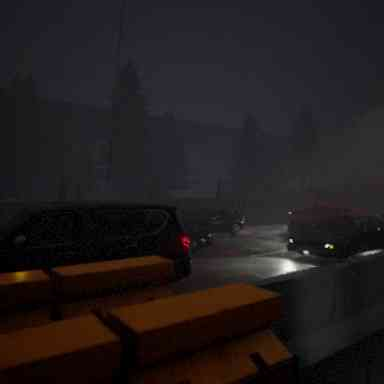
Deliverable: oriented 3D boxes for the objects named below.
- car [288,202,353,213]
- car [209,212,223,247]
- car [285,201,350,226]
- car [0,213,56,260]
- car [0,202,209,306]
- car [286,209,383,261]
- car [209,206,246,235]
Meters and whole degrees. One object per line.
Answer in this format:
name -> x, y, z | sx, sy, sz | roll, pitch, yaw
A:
car -> 7.149, 1.431, 17.634 | 5.008, 1.535, 1.882 | -2, 1, -36
car -> -1.734, 1.574, 11.340 | 5.357, 1.411, 2.033 | 0, 0, -35
car -> 8.777, 1.398, 23.122 | 4.718, 1.301, 1.895 | -3, 2, -36
car -> -7.724, 1.549, 11.373 | 5.357, 1.411, 2.033 | 0, 0, -35
car -> -2.589, 1.231, 6.435 | 5.566, 2.045, 2.150 | 1, 0, -35
car -> 5.924, 1.573, 12.476 | 5.357, 1.411, 2.033 | -1, 0, -35
car -> 0.670, 1.542, 17.322 | 4.892, 1.490, 1.837 | 0, 0, -35
